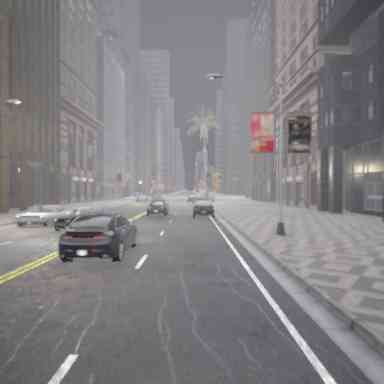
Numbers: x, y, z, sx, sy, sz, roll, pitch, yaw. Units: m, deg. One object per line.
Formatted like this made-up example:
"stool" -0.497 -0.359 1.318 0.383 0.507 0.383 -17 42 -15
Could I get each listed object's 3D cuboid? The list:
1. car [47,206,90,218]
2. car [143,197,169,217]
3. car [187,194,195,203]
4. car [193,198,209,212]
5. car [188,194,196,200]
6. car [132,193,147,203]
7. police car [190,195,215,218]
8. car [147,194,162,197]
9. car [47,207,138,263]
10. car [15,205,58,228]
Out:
"car" -6.590 1.579 19.910 1.895 1.301 4.718 0 0 0
"car" -3.141 1.487 31.153 1.812 1.442 4.674 0 0 0
"car" 0.021 1.387 65.362 1.882 1.535 5.008 0 0 0
"car" 0.987 1.474 39.547 1.812 1.442 4.674 0 0 0
"car" 0.026 1.299 85.193 1.882 1.535 5.008 0 0 0
"car" -9.740 1.406 64.618 2.128 1.511 4.902 0 0 0
"police car" 0.985 1.389 29.656 1.930 1.638 5.238 0 0 0
"car" -6.497 1.261 61.131 2.097 1.767 4.553 0 0 0
"car" -3.146 1.494 11.951 1.837 1.490 4.892 0 0 0
"car" -9.837 1.576 22.311 1.895 1.301 4.718 0 0 0
